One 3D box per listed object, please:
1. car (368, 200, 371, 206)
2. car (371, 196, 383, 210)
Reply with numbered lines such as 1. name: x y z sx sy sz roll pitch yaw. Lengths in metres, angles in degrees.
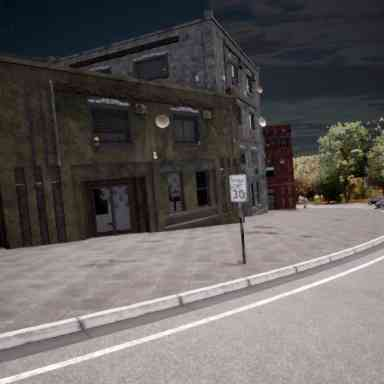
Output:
1. car: 28.983 1.393 51.144 2.128 1.511 4.902 -5 -2 -1
2. car: 24.108 1.478 40.829 1.994 1.385 4.181 -4 -2 11
